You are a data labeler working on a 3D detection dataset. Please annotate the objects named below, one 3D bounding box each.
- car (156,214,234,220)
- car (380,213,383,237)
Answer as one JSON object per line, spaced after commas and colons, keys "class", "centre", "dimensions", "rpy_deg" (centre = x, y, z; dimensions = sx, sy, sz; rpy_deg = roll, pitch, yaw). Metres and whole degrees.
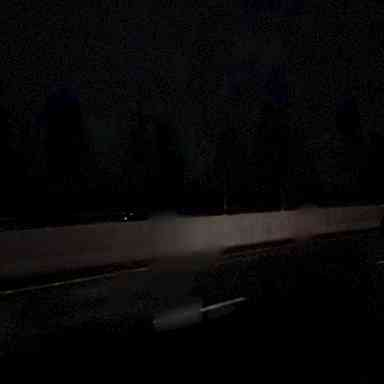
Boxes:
{"class": "car", "centre": [0.430, 1.412, 16.836], "dimensions": [4.718, 1.301, 1.895], "rpy_deg": [-1, 1, -32]}
{"class": "car", "centre": [10.237, 1.049, 14.246], "dimensions": [4.553, 1.767, 2.097], "rpy_deg": [-1, 1, -29]}
